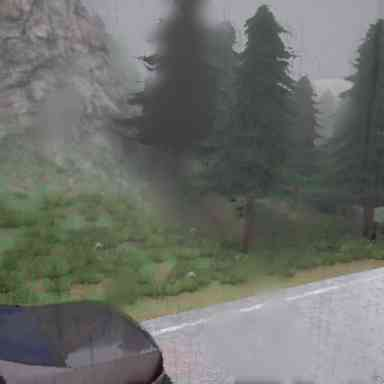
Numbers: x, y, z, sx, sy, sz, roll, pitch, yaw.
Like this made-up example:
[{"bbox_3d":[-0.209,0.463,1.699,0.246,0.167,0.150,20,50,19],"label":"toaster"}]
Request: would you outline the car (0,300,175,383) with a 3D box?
[{"bbox_3d":[-2.641,1.478,1.755,5.357,1.411,2.033,0,1,-36],"label":"car"}]
